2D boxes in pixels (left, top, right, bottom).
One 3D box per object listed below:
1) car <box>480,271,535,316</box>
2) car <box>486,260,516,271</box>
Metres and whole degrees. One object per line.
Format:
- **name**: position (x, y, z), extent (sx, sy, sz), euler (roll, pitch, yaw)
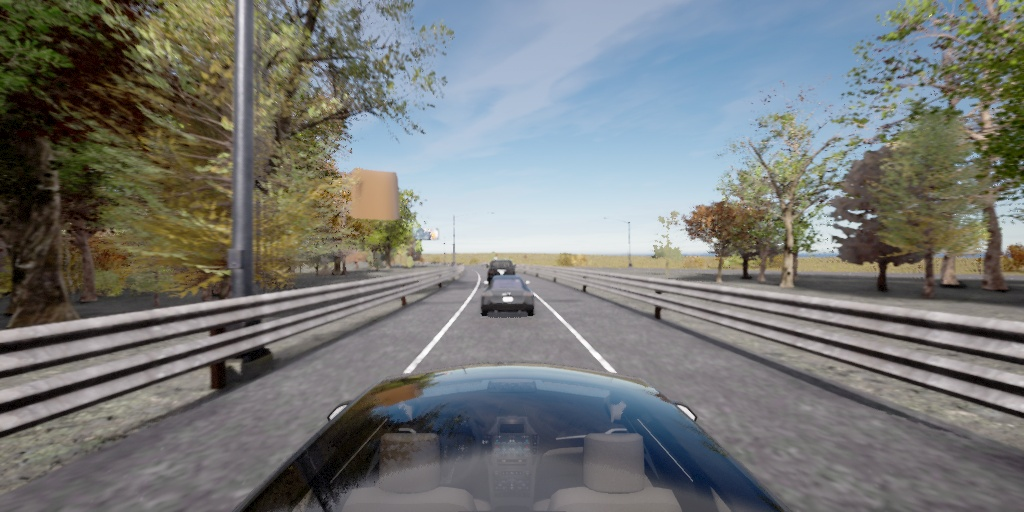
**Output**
- **car**: position (-0.194, 1.467, 14.293), extent (1.994, 1.385, 4.181), euler (0, -1, -1)
- **car**: position (-0.862, 1.296, 28.064), extent (2.150, 2.045, 5.566), euler (0, 0, -3)
